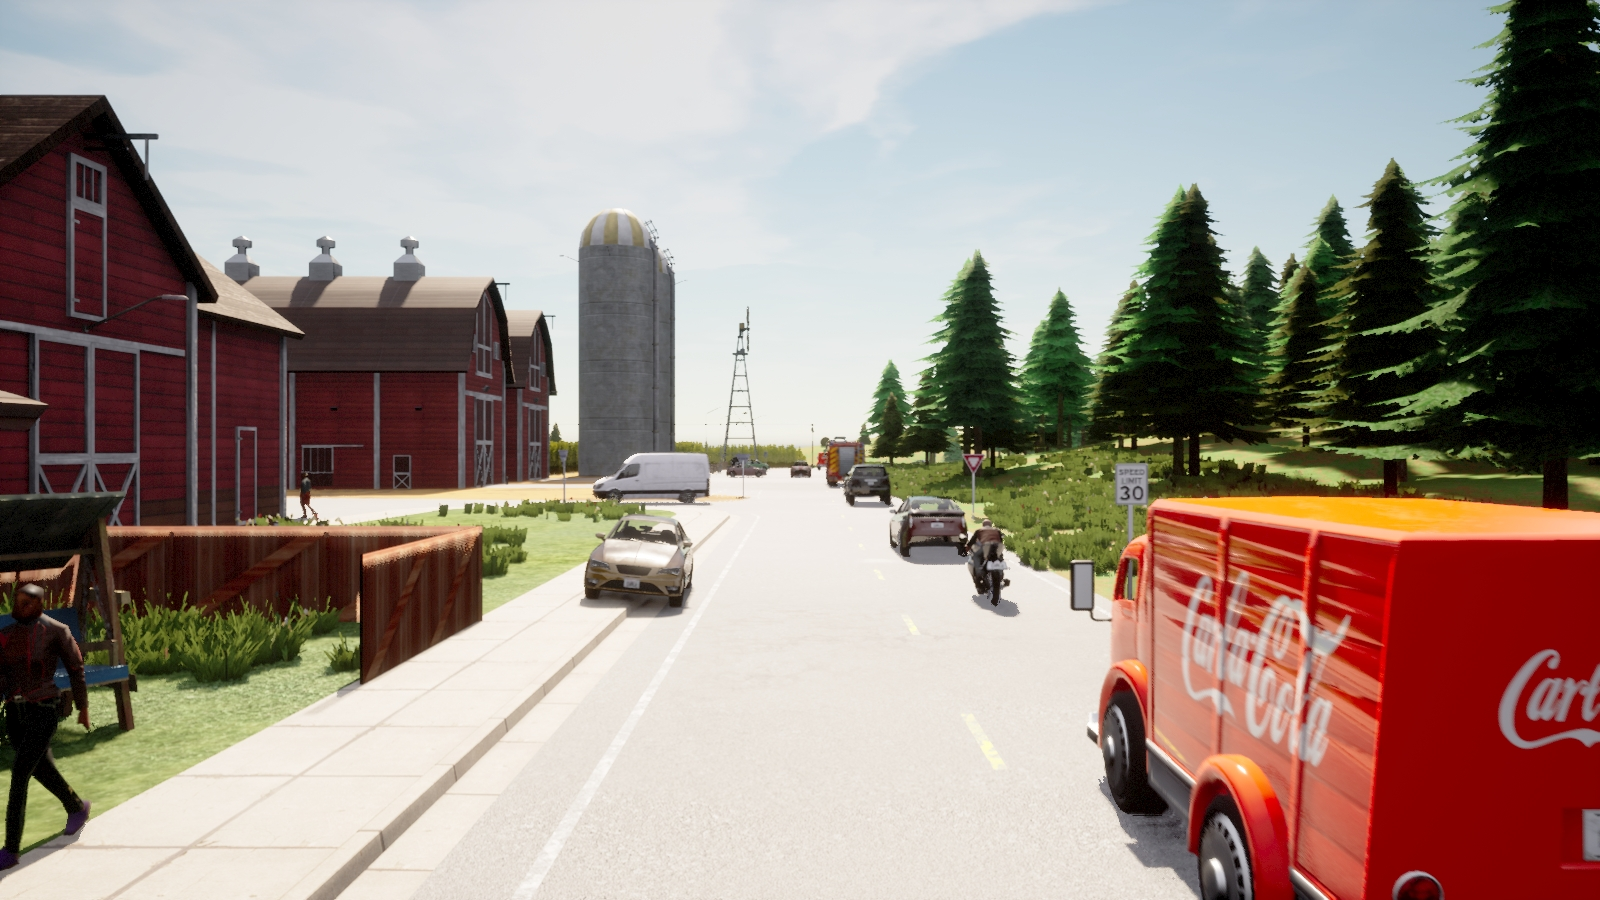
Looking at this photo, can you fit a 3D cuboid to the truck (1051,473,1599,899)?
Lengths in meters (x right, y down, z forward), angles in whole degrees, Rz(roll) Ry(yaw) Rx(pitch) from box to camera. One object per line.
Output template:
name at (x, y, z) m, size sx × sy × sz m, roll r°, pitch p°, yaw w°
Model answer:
truck at (3.528, 1.420, 7.397) m, size 2.627 × 2.467 × 5.204 m, roll 0°, pitch 0°, yaw 0°

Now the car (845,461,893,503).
car at (3.560, 1.627, 59.941) m, size 2.150 × 2.045 × 5.566 m, roll 0°, pitch 0°, yaw 0°

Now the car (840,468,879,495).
car at (3.603, 1.893, 69.915) m, size 2.128 × 1.511 × 4.902 m, roll 0°, pitch 0°, yaw 0°

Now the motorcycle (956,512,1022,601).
motorcycle at (3.523, 1.956, 21.489) m, size 0.867 × 1.460 × 2.209 m, roll 0°, pitch 0°, yaw 0°

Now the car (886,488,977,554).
car at (3.534, 1.893, 31.485) m, size 2.007 × 1.525 × 4.514 m, roll 0°, pitch 0°, yaw 0°

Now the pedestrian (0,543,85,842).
pedestrian at (-4.966, 1.553, 7.439) m, size 0.375 × 1.860 × 0.375 m, roll 0°, pitch 0°, yaw 3°

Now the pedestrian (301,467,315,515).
pedestrian at (-19.224, 1.608, 44.622) m, size 0.375 × 1.860 × 0.375 m, roll 0°, pitch 0°, yaw 5°

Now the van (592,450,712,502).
van at (-7.556, 1.305, 58.270) m, size 5.915 × 2.561 × 1.988 m, roll 0°, pitch 1°, yaw -11°
